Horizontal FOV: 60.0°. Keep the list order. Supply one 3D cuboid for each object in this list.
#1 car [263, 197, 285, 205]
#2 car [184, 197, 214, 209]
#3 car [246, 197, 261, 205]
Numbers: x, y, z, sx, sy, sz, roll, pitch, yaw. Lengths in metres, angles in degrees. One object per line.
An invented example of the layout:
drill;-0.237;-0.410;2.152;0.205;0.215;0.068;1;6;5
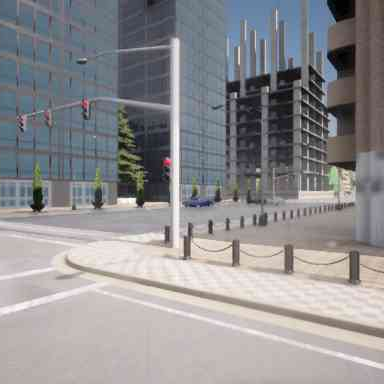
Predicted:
car;14.050;1.511;55.584;1.812;1.442;4.674;0;0;36
car;0.978;1.357;43.449;1.882;1.535;5.008;0;0;36
car;11.194;1.608;57.607;1.895;1.301;4.718;0;0;36
